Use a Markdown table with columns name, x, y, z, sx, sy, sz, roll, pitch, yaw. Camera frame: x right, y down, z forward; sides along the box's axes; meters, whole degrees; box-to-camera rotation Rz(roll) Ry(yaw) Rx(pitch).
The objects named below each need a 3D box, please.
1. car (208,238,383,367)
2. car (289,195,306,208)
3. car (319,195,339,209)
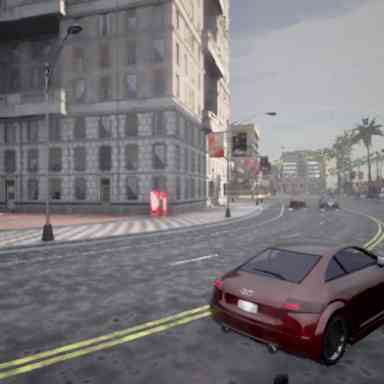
| name | x | y | z | sx | sy | sz | roll | pitch | yaw |
| --- | --- | --- | --- | --- | --- | --- | --- | --- | --- |
| car | 2.276 | 1.518 | 5.842 | 4.181 | 1.385 | 1.994 | -1 | 0 | -41 |
| car | 13.387 | 1.178 | 42.214 | 1.882 | 1.535 | 5.008 | 0 | 0 | 16 |
| car | 16.308 | 1.175 | 39.761 | 2.128 | 1.511 | 4.902 | 0 | 0 | 16 |
